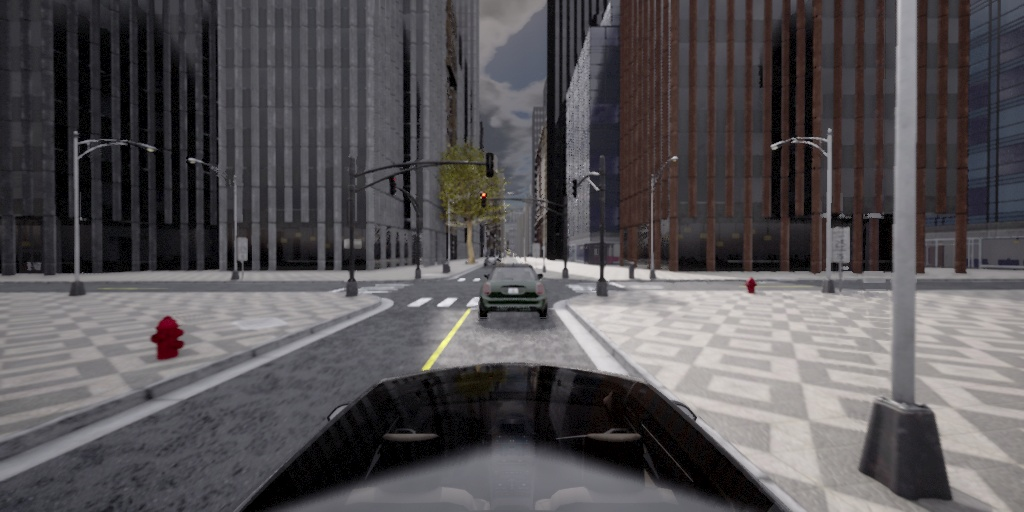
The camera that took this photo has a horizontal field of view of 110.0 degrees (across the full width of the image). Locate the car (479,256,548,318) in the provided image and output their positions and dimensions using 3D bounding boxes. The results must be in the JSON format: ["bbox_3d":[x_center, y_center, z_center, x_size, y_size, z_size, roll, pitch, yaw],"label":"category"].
[{"bbox_3d":[0.054,1.014,12.634,2.097,1.767,4.553,0,0,0],"label":"car"}]
